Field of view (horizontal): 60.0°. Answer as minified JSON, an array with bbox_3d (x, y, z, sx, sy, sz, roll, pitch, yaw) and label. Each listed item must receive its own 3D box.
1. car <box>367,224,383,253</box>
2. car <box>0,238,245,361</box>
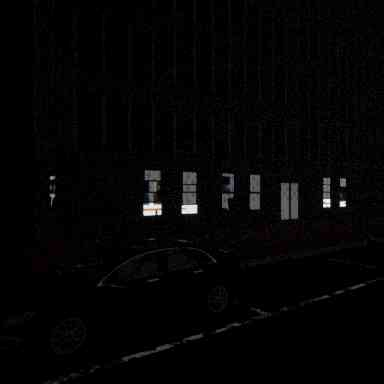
[{"bbox_3d":[8.246,1.581,12.451,4.206,1.307,1.802,0,0,-36],"label":"car"},{"bbox_3d":[-1.019,1.551,5.835,4.403,1.369,2.008,0,0,-36],"label":"car"}]
